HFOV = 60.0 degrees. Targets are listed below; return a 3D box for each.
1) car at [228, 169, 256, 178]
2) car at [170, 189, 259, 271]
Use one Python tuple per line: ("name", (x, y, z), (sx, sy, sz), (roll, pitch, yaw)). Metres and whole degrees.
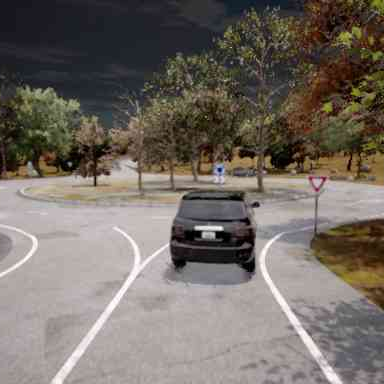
("car", (8.404, -3.208, 56.265), (4.902, 1.511, 2.128), (4, 6, 32))
("car", (0.886, 0.904, 10.281), (2.150, 2.045, 5.566), (1, 4, 11))
